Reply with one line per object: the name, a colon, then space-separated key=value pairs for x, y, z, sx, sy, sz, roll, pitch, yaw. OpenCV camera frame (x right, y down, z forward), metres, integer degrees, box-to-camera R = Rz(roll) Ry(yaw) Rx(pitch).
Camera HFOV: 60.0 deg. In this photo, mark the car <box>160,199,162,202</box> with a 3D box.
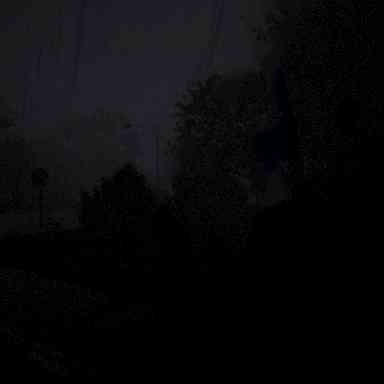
car: x=-2.664 y=1.448 z=33.766 sx=2.128 sy=1.511 sz=4.902 roll=0 pitch=0 yaw=32
